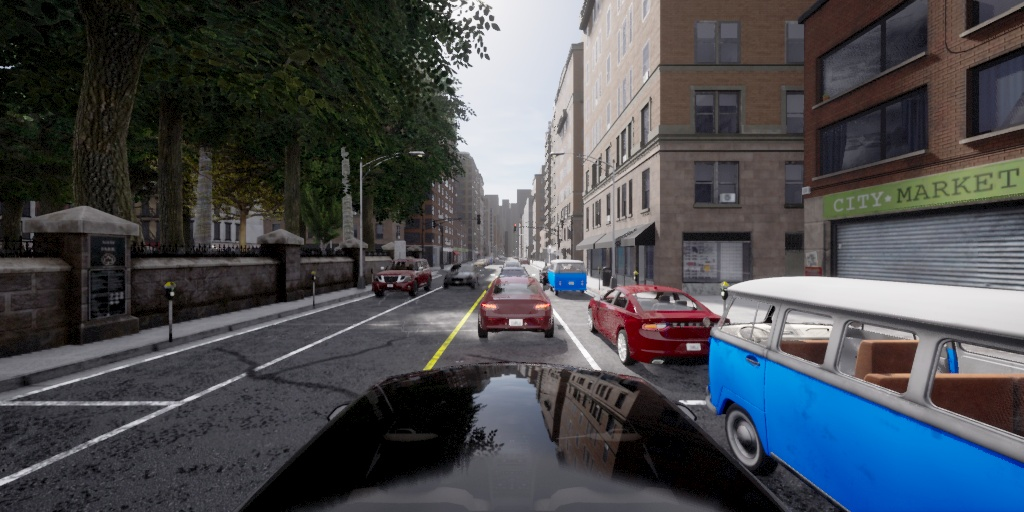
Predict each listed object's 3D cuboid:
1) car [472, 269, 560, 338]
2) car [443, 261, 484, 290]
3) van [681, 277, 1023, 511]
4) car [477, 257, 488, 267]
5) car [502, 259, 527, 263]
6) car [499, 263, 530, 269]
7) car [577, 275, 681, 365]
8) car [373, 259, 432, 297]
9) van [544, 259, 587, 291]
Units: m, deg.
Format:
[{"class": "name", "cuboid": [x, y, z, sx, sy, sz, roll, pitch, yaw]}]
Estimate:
[{"class": "car", "cuboid": [0.101, 1.274, 10.073, 1.812, 1.442, 4.674, 0, 0, 0]}, {"class": "car", "cuboid": [-3.048, 1.250, 22.484, 1.837, 1.490, 4.892, 0, -1, 0]}, {"class": "van", "cuboid": [2.857, 1.091, 2.209, 1.690, 1.789, 3.998, 0, 0, 0]}, {"class": "car", "cuboid": [-5.624, 1.229, 62.676, 1.751, 1.417, 4.829, 0, 0, 0]}, {"class": "car", "cuboid": [0.024, 1.242, 29.396, 1.837, 1.490, 4.892, 0, 0, 0]}, {"class": "car", "cuboid": [0.110, 1.292, 19.652, 2.033, 1.411, 5.357, 0, 0, 1]}, {"class": "car", "cuboid": [2.861, 1.294, 7.870, 1.888, 1.381, 4.507, 0, 0, 0]}, {"class": "car", "cuboid": [-5.655, 1.060, 19.157, 2.192, 1.841, 5.009, 0, 0, 0]}, {"class": "van", "cuboid": [2.869, 1.086, 19.191, 1.690, 1.789, 3.998, 0, 0, 0]}]
